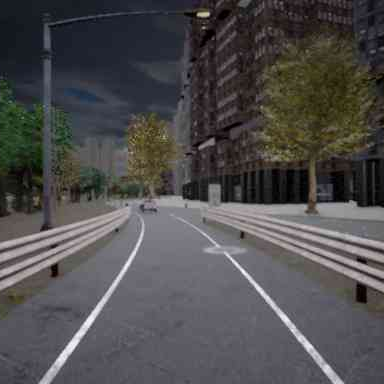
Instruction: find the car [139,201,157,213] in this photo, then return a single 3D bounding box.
[{"bbox_3d":[-5.843,1.928,43.737,2.033,1.411,5.357,0,0,-16],"label":"car"}]
